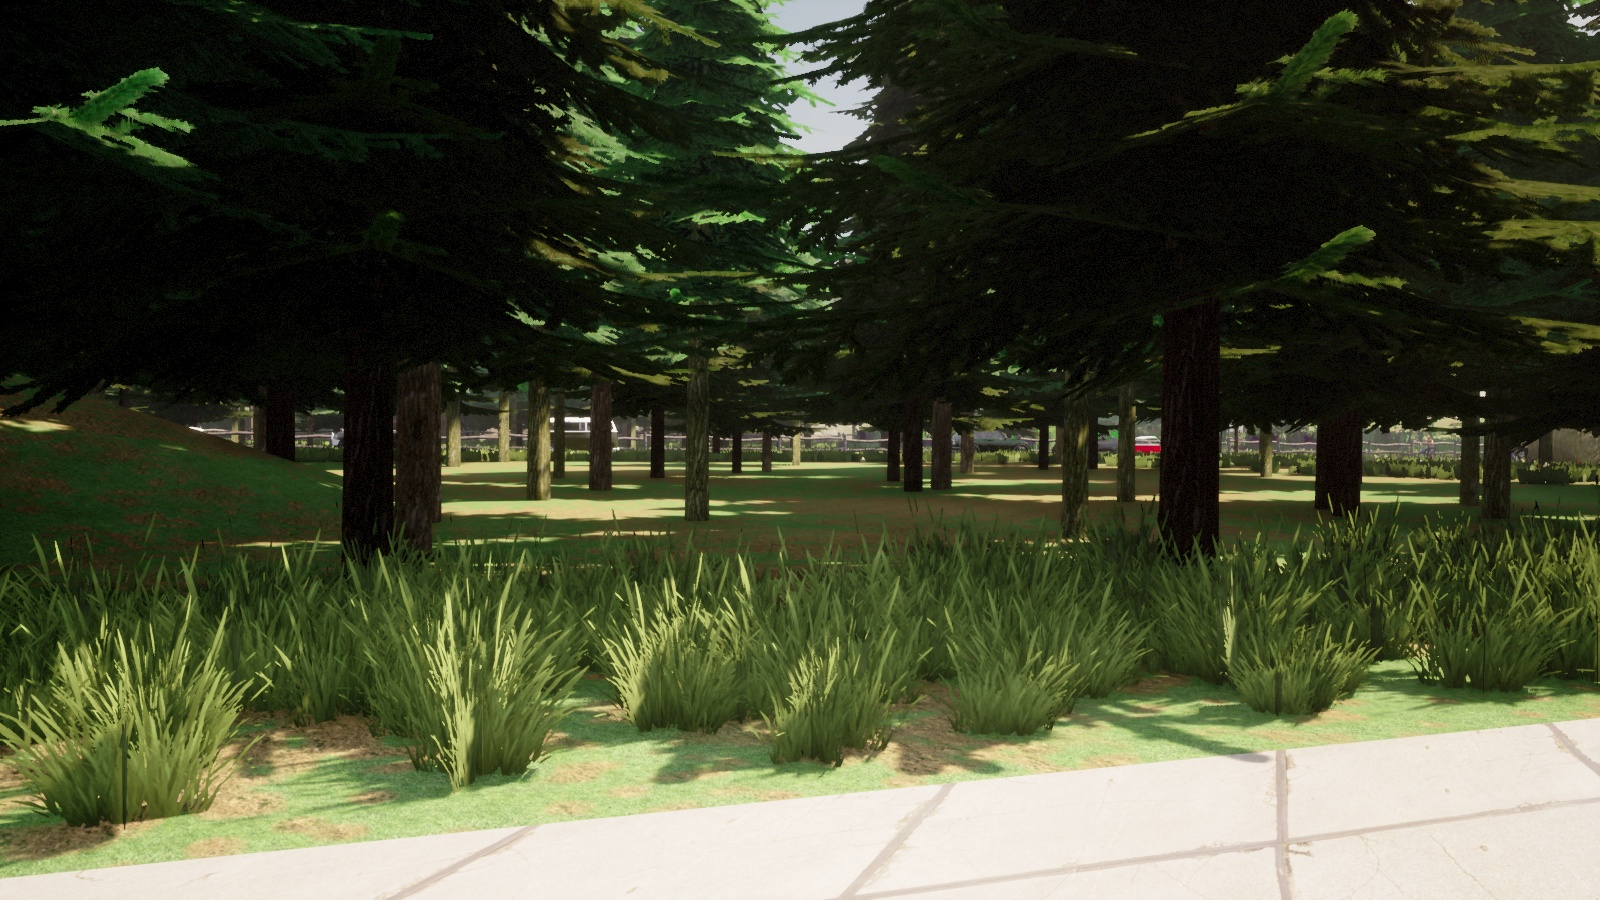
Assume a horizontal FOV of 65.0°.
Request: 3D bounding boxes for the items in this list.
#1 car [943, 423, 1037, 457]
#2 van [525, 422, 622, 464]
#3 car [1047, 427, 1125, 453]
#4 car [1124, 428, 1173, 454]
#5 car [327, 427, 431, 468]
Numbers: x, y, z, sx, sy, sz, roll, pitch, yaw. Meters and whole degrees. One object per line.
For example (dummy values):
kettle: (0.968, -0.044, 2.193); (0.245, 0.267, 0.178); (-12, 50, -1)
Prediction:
car: (10.254, -0.567, 67.888); (4.553, 1.767, 2.097); (-1, 1, -20)
van: (-11.461, -0.387, 63.432); (4.480, 2.038, 2.069); (-1, 1, -21)
car: (16.823, -0.580, 73.897); (4.193, 1.474, 1.816); (-1, 1, -19)
car: (19.704, -0.525, 71.080); (2.207, 1.376, 1.481); (-1, 1, -15)
car: (-20.162, -0.146, 60.132); (4.605, 1.855, 1.932); (-1, 1, -21)
